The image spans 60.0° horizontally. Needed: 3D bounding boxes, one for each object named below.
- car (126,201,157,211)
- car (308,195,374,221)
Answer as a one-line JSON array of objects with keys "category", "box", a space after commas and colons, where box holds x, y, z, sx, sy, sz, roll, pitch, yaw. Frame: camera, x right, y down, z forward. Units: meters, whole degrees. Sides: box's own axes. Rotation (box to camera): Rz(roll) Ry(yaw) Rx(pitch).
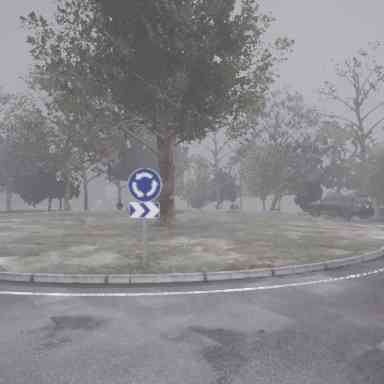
[{"category": "car", "box": [-4.946, 1.602, 36.769, 4.718, 1.301, 1.895, 0, 0, -8]}, {"category": "car", "box": [12.355, 1.225, 27.968, 2.150, 2.045, 5.566, 0, 0, -24]}]
